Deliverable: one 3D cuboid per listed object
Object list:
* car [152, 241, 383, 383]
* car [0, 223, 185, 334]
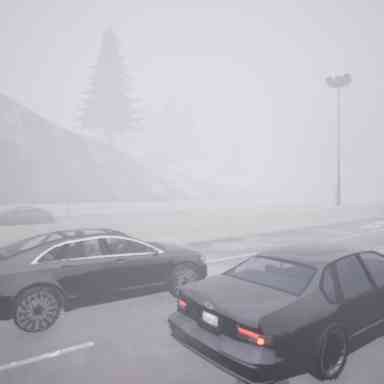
[{"bbox_3d":[2.220,1.556,5.469,5.357,1.411,2.033,0,0,-37],"label":"car"},{"bbox_3d":[-1.858,1.506,6.842,4.902,1.511,2.128,0,0,-36],"label":"car"}]
